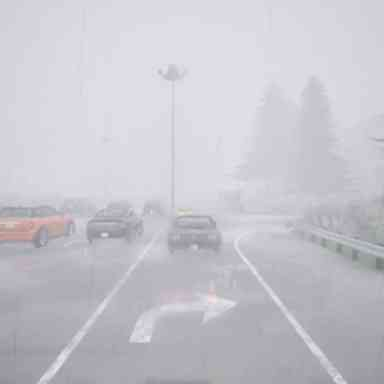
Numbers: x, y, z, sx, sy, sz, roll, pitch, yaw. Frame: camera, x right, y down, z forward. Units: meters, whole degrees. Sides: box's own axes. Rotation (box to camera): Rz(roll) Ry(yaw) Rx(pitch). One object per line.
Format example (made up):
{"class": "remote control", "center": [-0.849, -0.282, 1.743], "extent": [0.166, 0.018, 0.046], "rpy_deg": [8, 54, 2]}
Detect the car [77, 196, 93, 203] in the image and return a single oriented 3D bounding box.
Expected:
{"class": "car", "center": [-21.119, 1.435, 65.780], "extent": [1.994, 1.385, 4.181], "rpy_deg": [0, 0, 0]}

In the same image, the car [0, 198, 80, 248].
{"class": "car", "center": [-6.921, 1.325, 14.809], "extent": [2.097, 1.767, 4.553], "rpy_deg": [0, 0, 0]}

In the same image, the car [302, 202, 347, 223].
{"class": "car", "center": [10.533, 1.476, 24.529], "extent": [4.674, 1.442, 1.812], "rpy_deg": [0, 0, 1]}

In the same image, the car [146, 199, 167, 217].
{"class": "car", "center": [-3.455, 1.449, 31.102], "extent": [1.837, 1.490, 4.892], "rpy_deg": [0, 0, 0]}

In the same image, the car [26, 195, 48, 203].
{"class": "car", "center": [-31.589, 1.404, 67.975], "extent": [2.128, 1.511, 4.902], "rpy_deg": [0, 0, 1]}

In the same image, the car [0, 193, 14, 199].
{"class": "car", "center": [-28.157, 1.130, 51.289], "extent": [2.150, 2.045, 5.566], "rpy_deg": [0, 0, 0]}

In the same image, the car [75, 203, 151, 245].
{"class": "car", "center": [-3.420, 1.463, 15.447], "extent": [2.128, 1.511, 4.902], "rpy_deg": [0, 0, 0]}

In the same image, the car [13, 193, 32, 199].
{"class": "car", "center": [-24.667, 1.261, 50.795], "extent": [2.097, 1.767, 4.553], "rpy_deg": [0, 0, 0]}

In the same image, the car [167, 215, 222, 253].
{"class": "car", "center": [0.084, 1.576, 13.496], "extent": [1.895, 1.301, 4.718], "rpy_deg": [0, 0, 0]}

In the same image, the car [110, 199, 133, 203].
{"class": "car", "center": [-6.958, 1.419, 32.623], "extent": [1.882, 1.535, 5.008], "rpy_deg": [0, 0, 0]}

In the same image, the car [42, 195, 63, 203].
{"class": "car", "center": [-28.113, 1.405, 67.225], "extent": [2.128, 1.511, 4.902], "rpy_deg": [0, 0, 1]}

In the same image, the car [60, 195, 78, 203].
{"class": "car", "center": [-24.620, 1.381, 66.619], "extent": [1.837, 1.490, 4.892], "rpy_deg": [0, 0, 0]}

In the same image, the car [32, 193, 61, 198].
{"class": "car", "center": [-21.172, 1.132, 49.854], "extent": [2.150, 2.045, 5.566], "rpy_deg": [0, 0, 0]}

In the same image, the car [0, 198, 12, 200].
{"class": "car", "center": [-10.421, 1.326, 14.823], "extent": [2.097, 1.767, 4.553], "rpy_deg": [0, 0, 0]}

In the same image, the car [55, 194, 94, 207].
{"class": "car", "center": [-10.456, 1.297, 30.781], "extent": [2.097, 1.767, 4.553], "rpy_deg": [0, 0, 0]}
